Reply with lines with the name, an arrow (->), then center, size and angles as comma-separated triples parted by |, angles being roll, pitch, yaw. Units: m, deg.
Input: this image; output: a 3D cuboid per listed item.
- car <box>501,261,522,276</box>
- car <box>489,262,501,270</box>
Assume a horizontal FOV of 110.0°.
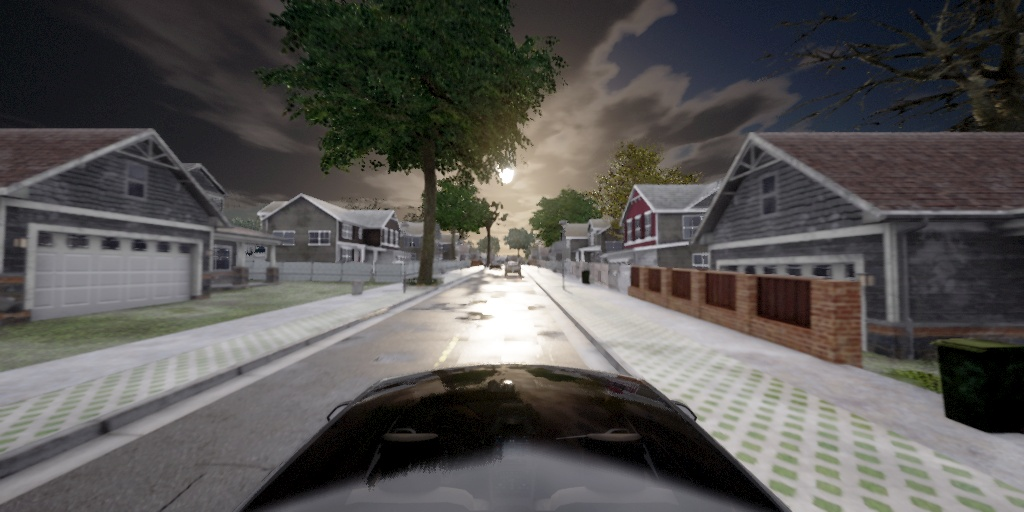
car -> 0.115, 1.416, 40.894 | 2.128, 1.511, 4.902 | 0, 0, 0
car -> -2.768, 1.667, 60.497 | 1.895, 1.301, 4.718 | 0, 0, 1
